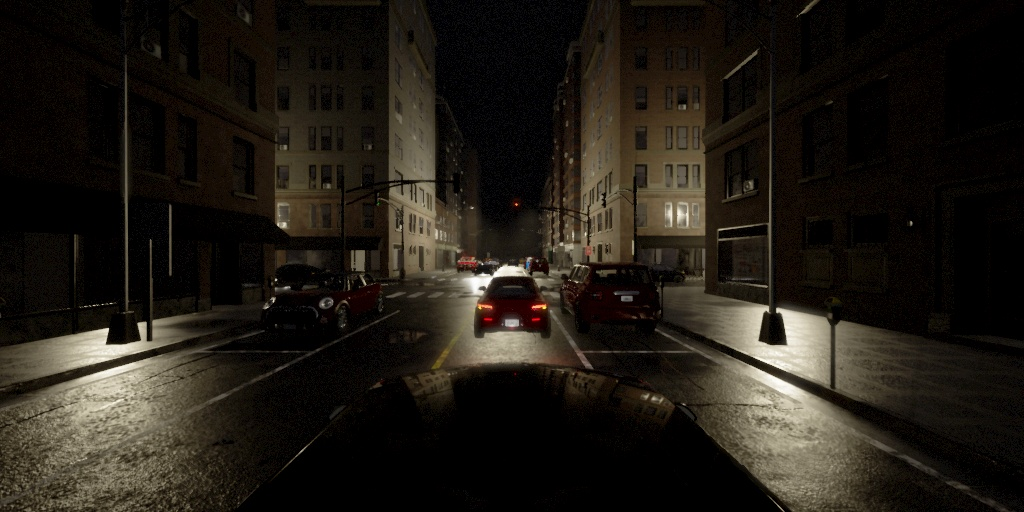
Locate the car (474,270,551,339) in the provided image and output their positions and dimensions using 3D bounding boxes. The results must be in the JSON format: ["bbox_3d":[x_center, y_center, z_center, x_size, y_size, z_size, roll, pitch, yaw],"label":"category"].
[{"bbox_3d":[0.023,1.275,10.006,1.812,1.442,4.674,0,0,1],"label":"car"}]

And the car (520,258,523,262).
[{"bbox_3d":[2.794,1.060,54.217,2.192,1.841,5.009,0,0,0],"label":"car"}]

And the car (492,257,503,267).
[{"bbox_3d":[-2.728,1.293,56.273,2.033,1.411,5.357,0,0,1],"label":"car"}]

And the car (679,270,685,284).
[{"bbox_3d":[10.067,1.282,25.634,4.181,1.385,1.994,0,0,-2],"label":"car"}]

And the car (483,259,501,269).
[{"bbox_3d":[-2.755,1.347,45.848,1.895,1.301,4.718,0,0,0],"label":"car"}]

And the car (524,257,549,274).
[{"bbox_3d":[2.773,1.062,37.706,2.192,1.841,5.009,0,0,0],"label":"car"}]

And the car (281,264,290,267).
[{"bbox_3d":[-17.073,1.362,22.907,4.181,1.385,1.994,0,0,0],"label":"car"}]

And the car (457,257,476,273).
[{"bbox_3d":[-5.335,1.062,43.225,2.192,1.841,5.009,0,0,0],"label":"car"}]

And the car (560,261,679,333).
[{"bbox_3d":[2.654,1.064,10.650,2.192,1.841,5.009,0,0,0],"label":"car"}]

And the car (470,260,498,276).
[{"bbox_3d":[-2.777,1.349,36.624,1.895,1.301,4.718,0,0,0],"label":"car"}]

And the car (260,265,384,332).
[{"bbox_3d":[-5.371,1.189,10.666,1.967,1.591,4.097,0,0,0],"label":"car"}]

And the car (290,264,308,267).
[{"bbox_3d":[-15.921,1.318,25.853,4.674,1.442,1.812,0,0,0],"label":"car"}]
